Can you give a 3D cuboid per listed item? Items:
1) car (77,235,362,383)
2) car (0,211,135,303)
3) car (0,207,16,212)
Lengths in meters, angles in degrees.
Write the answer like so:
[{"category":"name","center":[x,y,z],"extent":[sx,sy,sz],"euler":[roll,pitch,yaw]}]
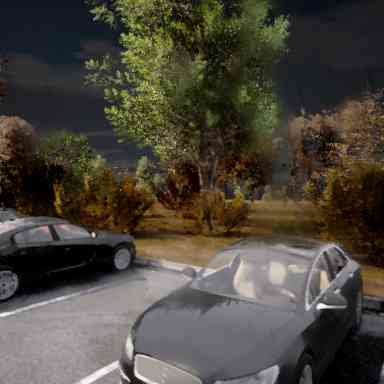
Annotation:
[{"category":"car","center":[1.161,1.454,4.784],"extent":[2.231,1.521,4.892],"euler":[1,1,36]},{"category":"car","center":[-3.543,1.362,8.126],"extent":[2.097,1.535,5.008],"euler":[1,1,35]},{"category":"car","center":[-5.754,1.195,9.672],"extent":[2.185,1.767,4.553],"euler":[1,1,36]}]
